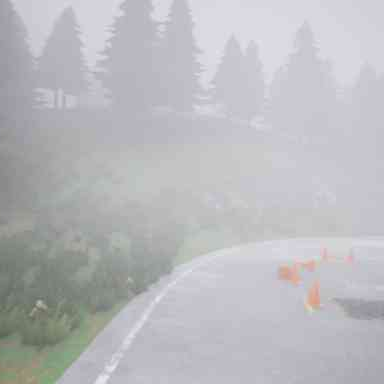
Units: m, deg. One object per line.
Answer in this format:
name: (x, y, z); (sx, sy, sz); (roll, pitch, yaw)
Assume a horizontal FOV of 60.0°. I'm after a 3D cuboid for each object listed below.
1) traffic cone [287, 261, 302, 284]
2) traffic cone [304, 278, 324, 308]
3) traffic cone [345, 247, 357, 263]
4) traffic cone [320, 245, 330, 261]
traffic cone: (2.891, 2.221, 9.315); (0.340, 0.580, 0.340); (3, -1, 5)
traffic cone: (2.707, 2.187, 7.331); (0.340, 0.580, 0.340); (3, -1, 5)
traffic cone: (6.245, 2.444, 13.025); (0.340, 0.580, 0.340); (3, -1, 5)
traffic cone: (5.250, 2.392, 13.118); (0.340, 0.580, 0.340); (3, -1, 5)
